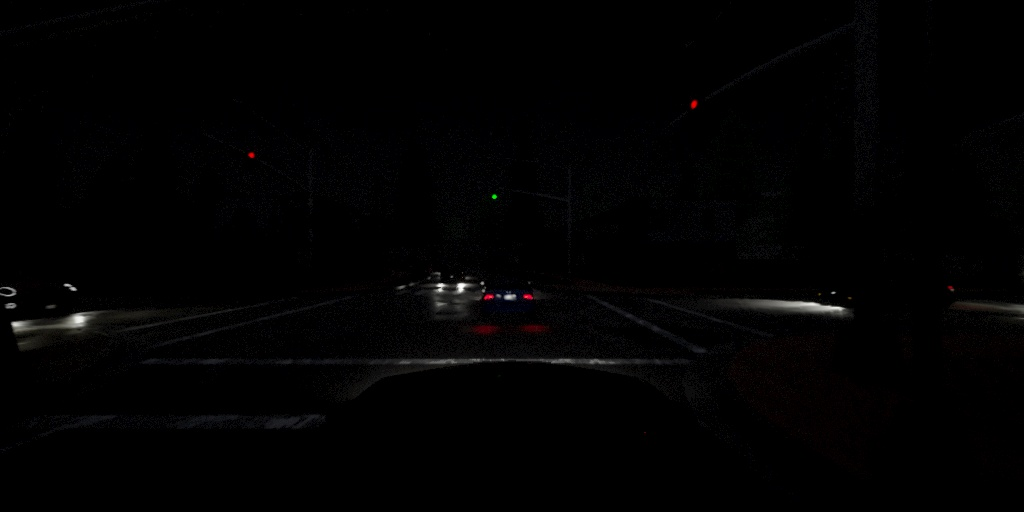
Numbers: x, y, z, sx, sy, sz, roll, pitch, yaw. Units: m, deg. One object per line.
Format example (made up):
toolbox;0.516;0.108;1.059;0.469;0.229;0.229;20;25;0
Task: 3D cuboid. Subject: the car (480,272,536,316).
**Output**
car;-0.214;1.321;13.508;2.033;1.411;5.357;0;0;-2

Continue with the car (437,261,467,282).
car;-4.754;1.312;29.344;1.837;1.490;4.892;0;0;-6

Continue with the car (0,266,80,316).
car;-17.702;1.121;12.104;4.553;1.767;2.097;0;0;2

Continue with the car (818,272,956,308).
car;15.331;1.343;14.821;4.181;1.385;1.994;0;0;2

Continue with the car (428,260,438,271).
car;-9.665;1.420;49.036;2.033;1.411;5.357;0;0;-23
